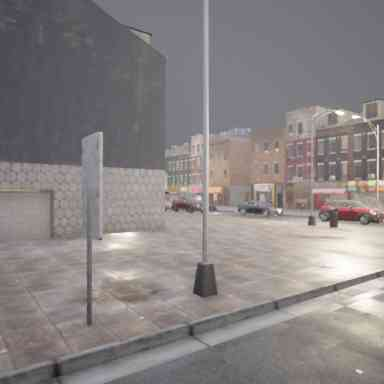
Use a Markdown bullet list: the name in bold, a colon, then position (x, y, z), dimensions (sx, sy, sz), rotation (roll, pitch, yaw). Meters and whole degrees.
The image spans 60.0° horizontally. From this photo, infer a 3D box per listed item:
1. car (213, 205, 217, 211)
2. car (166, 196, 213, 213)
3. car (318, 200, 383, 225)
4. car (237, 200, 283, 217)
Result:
- **car**: position (0.747, 1.652, 40.002), dimensions (2.033, 1.411, 5.357), rotation (0, 0, -35)
- **car**: position (-0.401, 1.405, 37.223), dimensions (2.192, 1.841, 5.009), rotation (0, 0, -35)
- **car**: position (11.798, 1.390, 24.534), dimensions (2.097, 1.767, 4.553), rotation (0, 0, -36)
- **car**: position (6.474, 1.561, 31.948), dimensions (2.128, 1.511, 4.902), rotation (0, 0, -35)
